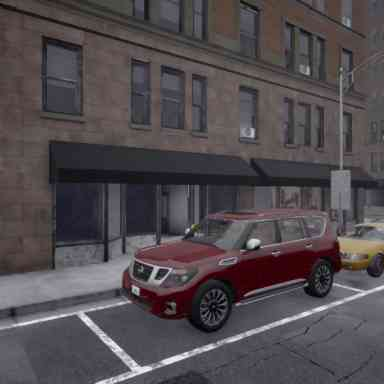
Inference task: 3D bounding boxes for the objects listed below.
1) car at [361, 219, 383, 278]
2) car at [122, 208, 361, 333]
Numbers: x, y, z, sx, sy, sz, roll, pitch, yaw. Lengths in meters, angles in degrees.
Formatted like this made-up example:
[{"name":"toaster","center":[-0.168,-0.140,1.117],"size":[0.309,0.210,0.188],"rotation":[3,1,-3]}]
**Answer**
[{"name":"car","center":[5.597,1.525,10.185],"size":[4.829,1.417,1.752],"rotation":[0,0,-35]},{"name":"car","center":[1.112,1.315,6.990],"size":[5.009,1.841,2.192],"rotation":[0,0,-35]}]
